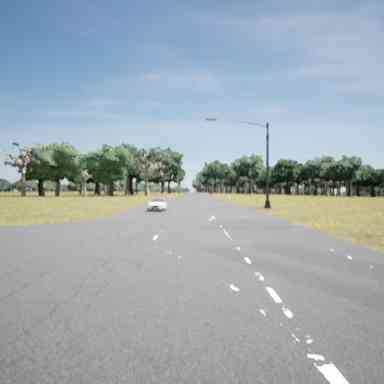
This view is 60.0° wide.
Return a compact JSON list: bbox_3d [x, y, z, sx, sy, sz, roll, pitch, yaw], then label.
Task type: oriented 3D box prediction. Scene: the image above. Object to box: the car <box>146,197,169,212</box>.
[{"bbox_3d":[-3.512,1.277,34.184,1.812,1.442,4.674,0,1,0],"label":"car"}]
